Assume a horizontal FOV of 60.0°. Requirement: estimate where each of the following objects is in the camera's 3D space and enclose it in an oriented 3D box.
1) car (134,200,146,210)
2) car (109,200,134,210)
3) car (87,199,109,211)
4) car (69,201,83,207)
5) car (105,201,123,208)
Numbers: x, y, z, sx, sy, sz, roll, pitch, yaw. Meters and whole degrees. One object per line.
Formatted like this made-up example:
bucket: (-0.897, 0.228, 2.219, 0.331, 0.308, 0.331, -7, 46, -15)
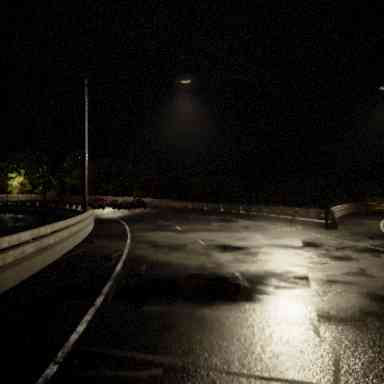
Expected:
car: (-9.785, 2.140, 58.655, 2.097, 1.767, 4.553, 0, -1, -31)
car: (-11.757, 2.320, 55.191, 1.994, 1.385, 4.181, 0, -1, -30)
car: (-15.898, 2.307, 55.293, 1.812, 1.442, 4.674, 0, -1, -32)
car: (-22.897, 2.424, 65.404, 1.882, 1.535, 5.008, 0, -1, -41)
car: (-15.818, 2.487, 67.657, 1.994, 1.385, 4.181, 0, -1, -38)
